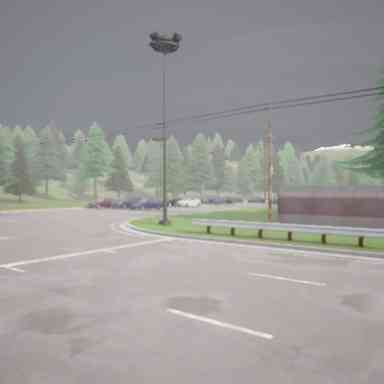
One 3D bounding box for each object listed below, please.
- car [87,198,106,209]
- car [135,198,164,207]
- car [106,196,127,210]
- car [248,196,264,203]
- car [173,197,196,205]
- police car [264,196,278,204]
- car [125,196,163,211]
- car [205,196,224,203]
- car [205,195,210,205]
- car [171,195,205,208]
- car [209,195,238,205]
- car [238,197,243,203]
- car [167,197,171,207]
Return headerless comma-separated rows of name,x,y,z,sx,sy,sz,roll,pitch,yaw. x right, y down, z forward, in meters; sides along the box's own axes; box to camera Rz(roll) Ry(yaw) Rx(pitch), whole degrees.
car,-11.976,1.520,45.086,1.812,1.442,4.674,0,0,36
car,-6.629,1.595,52.459,1.895,1.301,4.718,0,0,36
car,-8.506,1.347,43.909,2.097,1.767,4.553,0,0,36
car,13.043,1.558,66.898,1.994,1.385,4.181,0,0,41
car,-1.287,1.558,59.778,1.994,1.385,4.181,0,0,36
police car,15.014,1.501,58.350,2.038,1.542,4.974,0,0,36
car,-5.749,1.521,41.753,1.812,1.442,4.674,0,0,36
car,4.563,1.557,67.743,1.994,1.385,4.181,0,0,37
car,2.727,1.347,59.355,2.097,1.767,4.553,0,0,36
car,-0.551,1.521,48.943,1.812,1.442,4.674,0,0,36
car,5.516,1.500,57.264,1.837,1.490,4.892,0,0,36
car,8.690,1.558,67.294,1.994,1.385,4.181,0,0,37
car,-3.116,1.473,51.348,1.882,1.535,5.008,0,0,36
